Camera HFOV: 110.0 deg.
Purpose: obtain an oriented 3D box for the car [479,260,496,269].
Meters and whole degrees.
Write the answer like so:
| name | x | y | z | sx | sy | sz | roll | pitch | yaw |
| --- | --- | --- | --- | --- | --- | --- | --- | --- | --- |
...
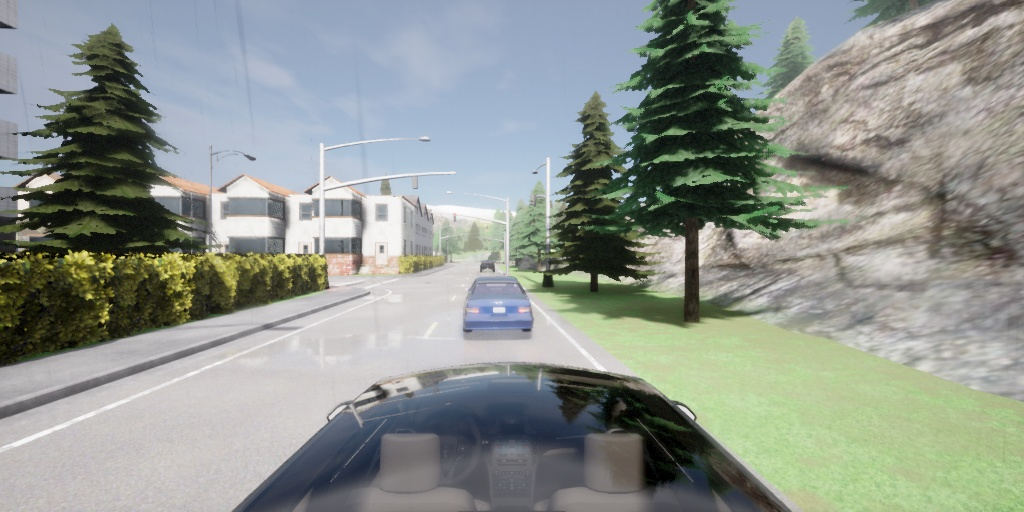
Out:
| name | x | y | z | sx | sy | sz | roll | pitch | yaw |
| --- | --- | --- | --- | --- | --- | --- | --- | --- | --- |
| car | -3.105 | 1.255 | 45.264 | 1.837 | 1.490 | 4.892 | 0 | 0 | -4 |

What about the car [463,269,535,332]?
| name | x | y | z | sx | sy | sz | roll | pitch | yaw |
| --- | --- | --- | --- | --- | --- | --- | --- | --- | --- |
| car | -0.478 | 1.297 | 10.802 | 2.033 | 1.411 | 5.357 | 0 | 0 | -4 |
